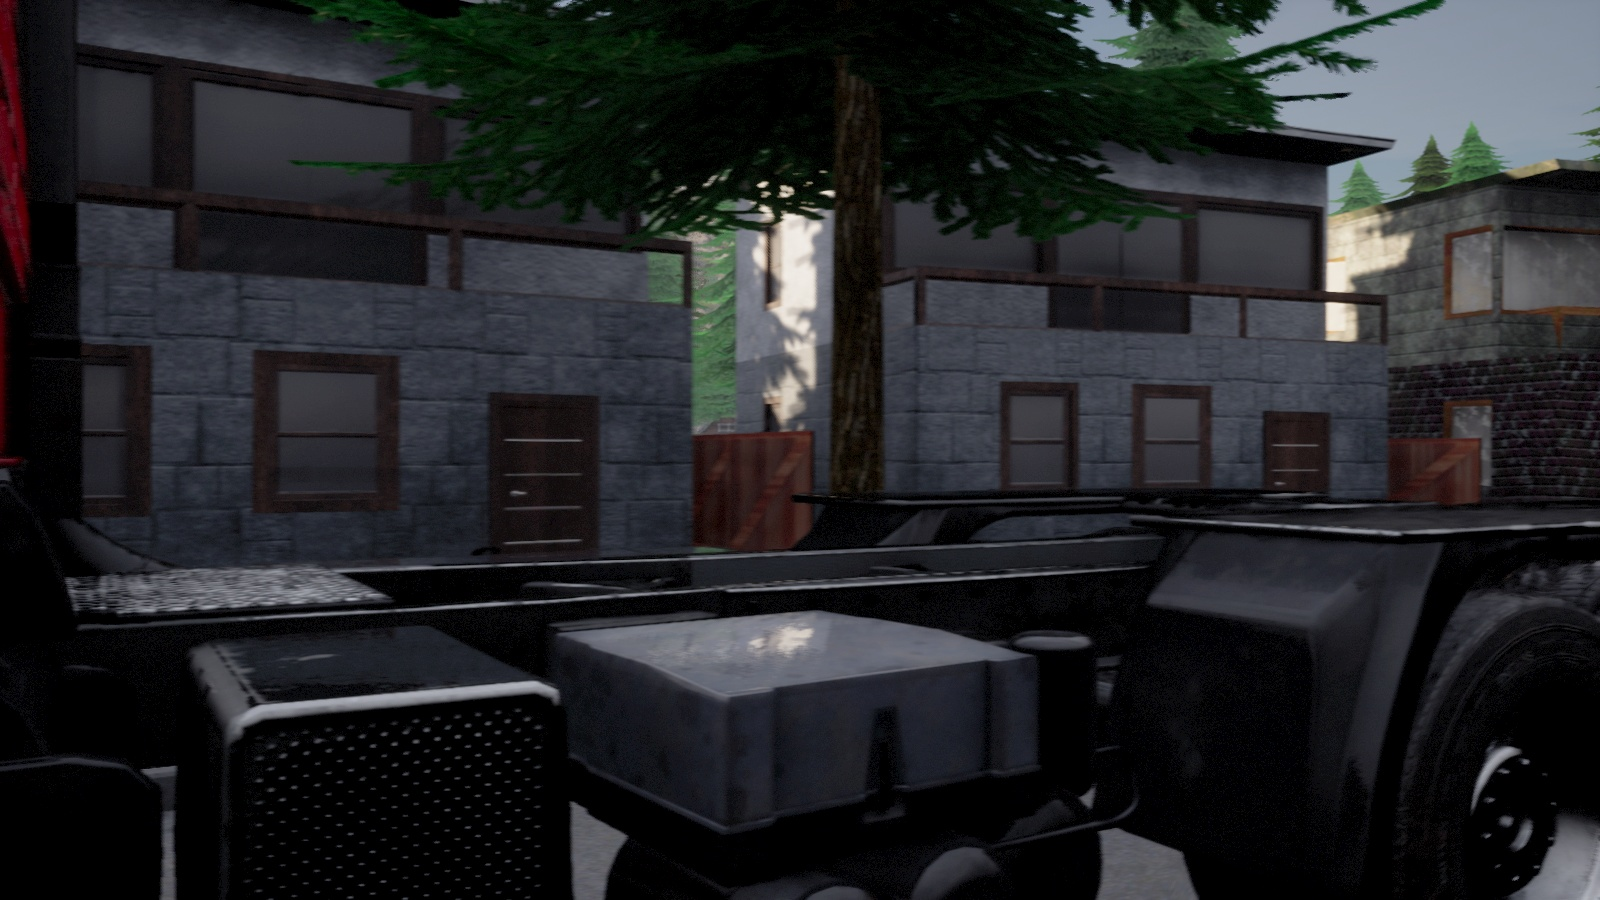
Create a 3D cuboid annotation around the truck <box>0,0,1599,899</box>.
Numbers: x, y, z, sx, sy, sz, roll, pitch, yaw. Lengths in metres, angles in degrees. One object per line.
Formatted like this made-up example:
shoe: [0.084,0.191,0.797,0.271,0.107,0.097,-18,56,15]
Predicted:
truck: [-0.215,-0.231,3.452,7.936,3.462,2.891,0,0,-30]
